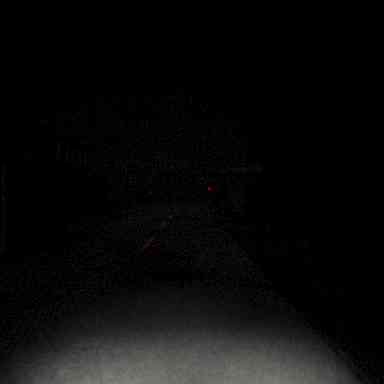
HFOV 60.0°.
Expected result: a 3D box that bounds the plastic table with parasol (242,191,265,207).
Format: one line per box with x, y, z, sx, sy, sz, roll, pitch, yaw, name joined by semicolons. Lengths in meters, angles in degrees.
9.684;1.030;52.116;2.482;2.480;2.482;0;0;-40;plastic table with parasol
